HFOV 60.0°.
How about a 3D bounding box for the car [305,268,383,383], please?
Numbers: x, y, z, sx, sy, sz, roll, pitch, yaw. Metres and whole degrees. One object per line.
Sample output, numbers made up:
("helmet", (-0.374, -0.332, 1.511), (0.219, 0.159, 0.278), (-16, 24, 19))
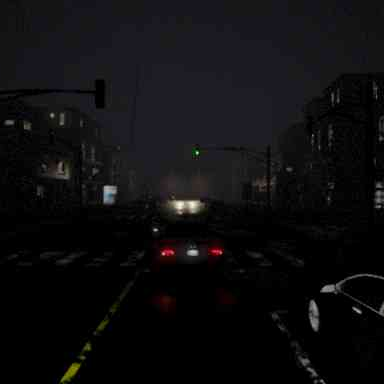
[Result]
("car", (2.694, 1.549, 3.821), (2.008, 1.369, 4.403), (0, 0, 0))

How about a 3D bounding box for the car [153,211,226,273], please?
("car", (-0.241, 1.542, 10.679), (2.033, 1.411, 5.357), (0, 0, -6))

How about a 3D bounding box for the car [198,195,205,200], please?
("car", (2.681, 1.550, 91.429), (1.802, 1.307, 4.206), (0, 0, 0))

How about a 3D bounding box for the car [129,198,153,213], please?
("car", (-5.691, 1.563, 36.223), (1.802, 1.307, 4.206), (0, 0, 0))

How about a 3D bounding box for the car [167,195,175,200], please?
("car", (-5.699, 1.492, 91.272), (1.752, 1.417, 4.829), (0, 0, 0))

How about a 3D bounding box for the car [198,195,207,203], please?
("car", (2.685, 1.523, 63.820), (2.008, 1.369, 4.403), (0, 0, 0))

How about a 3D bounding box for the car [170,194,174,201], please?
("car", (-5.696, 1.283, 80.399), (2.192, 1.841, 5.009), (0, 0, 0))

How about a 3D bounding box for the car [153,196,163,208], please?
("car", (-5.693, 1.527, 47.266), (2.008, 1.369, 4.403), (0, 0, 0))

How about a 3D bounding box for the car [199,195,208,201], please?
("car", (2.683, 1.519, 80.386), (2.008, 1.369, 4.403), (0, 0, 0))

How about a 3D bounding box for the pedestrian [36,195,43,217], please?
("pedestrian", (-12.555, 1.115, 27.355), (0.375, 1.860, 0.375), (0, -1, 1))

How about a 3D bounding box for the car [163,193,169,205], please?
("car", (-5.694, 1.413, 58.310), (1.967, 1.590, 4.097), (0, 0, 0))

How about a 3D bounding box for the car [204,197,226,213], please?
("car", (2.689, 1.548, 36.211), (1.947, 1.339, 4.313), (0, 0, 0))

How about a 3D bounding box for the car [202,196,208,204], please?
("car", (2.688, 1.559, 47.253), (1.802, 1.307, 4.206), (0, 0, 0))

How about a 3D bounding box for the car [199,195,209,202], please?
("car", (2.685, 1.410, 74.863), (1.967, 1.590, 4.097), (0, 0, 0))
